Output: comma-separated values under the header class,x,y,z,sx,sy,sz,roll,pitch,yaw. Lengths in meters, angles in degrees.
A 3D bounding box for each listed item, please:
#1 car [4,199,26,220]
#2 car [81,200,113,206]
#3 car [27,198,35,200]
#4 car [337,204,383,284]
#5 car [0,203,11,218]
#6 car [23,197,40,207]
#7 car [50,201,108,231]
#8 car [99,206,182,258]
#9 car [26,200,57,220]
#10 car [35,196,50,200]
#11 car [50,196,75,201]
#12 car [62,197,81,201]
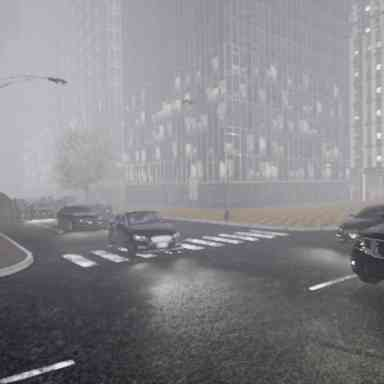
class,x,y,z,sx,sy,sz,roll,pitch,yaw
car,-16.630,1.567,29.522,2.192,1.841,5.009,-3,1,-36
car,-9.653,1.594,34.654,2.008,1.369,4.403,-3,1,-36
car,-20.544,1.635,39.523,2.097,1.767,4.553,-2,0,-36
car,6.176,1.072,8.072,5.566,2.045,2.150,-2,1,-35
car,-19.970,1.871,34.086,1.947,1.339,4.313,-3,1,-36
car,-29.886,1.807,61.909,1.967,1.590,4.097,-3,1,-36
car,-7.483,1.579,21.710,1.837,1.490,4.892,-2,1,-36
car,-2.008,1.489,13.101,2.128,1.511,4.902,-2,0,-25
car,-14.205,1.747,30.873,1.994,1.385,4.181,-2,0,-36
car,-23.194,1.575,52.788,2.192,1.841,5.009,-3,1,-36
car,-16.497,1.469,43.669,2.192,1.841,5.009,-3,1,-36
car,-13.381,1.655,39.442,2.008,1.369,4.403,-3,1,-36
